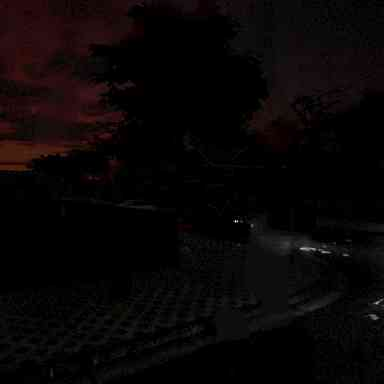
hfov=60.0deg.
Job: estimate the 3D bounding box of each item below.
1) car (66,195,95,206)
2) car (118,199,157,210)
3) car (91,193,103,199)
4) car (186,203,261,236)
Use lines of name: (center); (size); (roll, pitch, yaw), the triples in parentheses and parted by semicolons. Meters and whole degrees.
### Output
car: (-13.578, 1.299, 39.878); (1.895, 1.301, 4.718); (-1, 1, -34)
car: (-4.442, 1.328, 26.606); (1.812, 1.442, 4.674); (-1, 1, -34)
car: (-25.860, 0.950, 89.982); (2.097, 1.767, 4.553); (-1, 0, 5)
car: (1.538, 1.366, 17.984); (2.128, 1.511, 4.902); (-1, 1, -35)
